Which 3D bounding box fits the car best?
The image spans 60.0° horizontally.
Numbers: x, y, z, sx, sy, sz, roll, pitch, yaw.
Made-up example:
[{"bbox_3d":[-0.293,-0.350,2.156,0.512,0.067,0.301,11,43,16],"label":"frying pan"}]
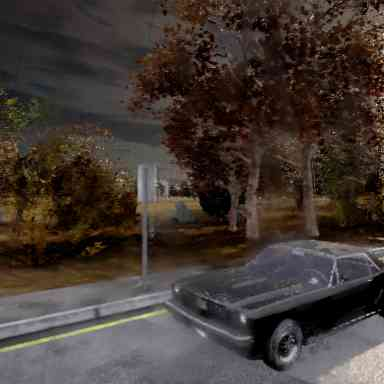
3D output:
[{"bbox_3d":[1.928,1.598,5.790,4.718,1.301,1.895,0,0,-36],"label":"car"}]
